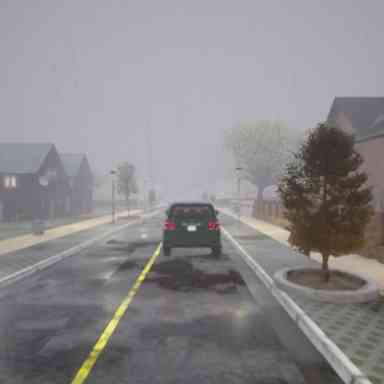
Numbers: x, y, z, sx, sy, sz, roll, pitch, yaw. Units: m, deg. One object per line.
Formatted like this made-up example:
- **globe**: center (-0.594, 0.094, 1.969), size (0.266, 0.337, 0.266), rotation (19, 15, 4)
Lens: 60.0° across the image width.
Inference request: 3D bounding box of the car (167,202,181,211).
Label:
- **car**: center (-2.768, 2.271, 52.067), size (1.895, 1.301, 4.718), rotation (0, -1, 0)

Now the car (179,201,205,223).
- **car**: center (-0.008, 1.681, 29.070), size (2.097, 1.767, 4.553), rotation (0, -1, 0)

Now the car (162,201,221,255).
- **car**: center (-0.003, 1.365, 14.041), size (2.150, 2.045, 5.566), rotation (0, -1, 0)
